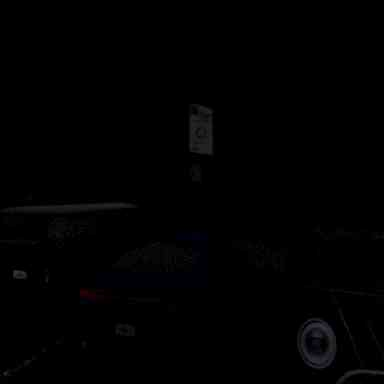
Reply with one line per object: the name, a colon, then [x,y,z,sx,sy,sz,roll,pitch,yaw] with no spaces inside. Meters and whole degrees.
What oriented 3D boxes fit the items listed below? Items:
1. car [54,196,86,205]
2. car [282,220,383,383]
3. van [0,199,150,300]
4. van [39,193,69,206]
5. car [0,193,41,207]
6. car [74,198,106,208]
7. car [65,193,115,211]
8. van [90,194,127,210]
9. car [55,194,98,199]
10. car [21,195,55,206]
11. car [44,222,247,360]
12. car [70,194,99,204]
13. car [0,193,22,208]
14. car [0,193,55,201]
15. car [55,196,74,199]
car: [-21.739,1.502,59.386,4.892,1.521,2.231,-1,-1,14]
car: [2.356,1.360,4.529,2.185,1.767,4.553,1,-1,15]
van: [-2.521,1.260,8.108,1.878,1.987,4.442,0,-1,15]
van: [-23.541,1.275,56.902,4.442,1.987,1.878,-1,0,14]
car: [-26.783,1.246,51.874,5.566,2.045,2.435,-1,-1,14]
car: [-15.181,1.575,49.503,1.994,1.385,4.181,0,0,34]
car: [-12.923,1.243,42.184,5.566,2.045,2.435,1,1,14]
van: [-11.125,1.272,44.611,4.442,1.987,1.878,1,0,14]
car: [-14.580,1.241,39.733,5.566,2.045,2.435,1,1,14]
car: [-25.148,1.373,54.388,4.553,1.767,2.185,-1,-1,14]
car: [-0.111,1.485,6.242,2.097,1.535,5.008,0,-1,16]
car: [-20.012,1.376,61.865,4.553,1.767,2.185,-1,0,14]
car: [-28.529,1.245,49.361,5.566,2.045,2.435,-1,0,14]
car: [-17.835,1.239,34.831,5.566,2.045,2.435,1,0,14]
car: [-16.237,1.521,37.272,4.792,1.488,2.163,1,1,14]
